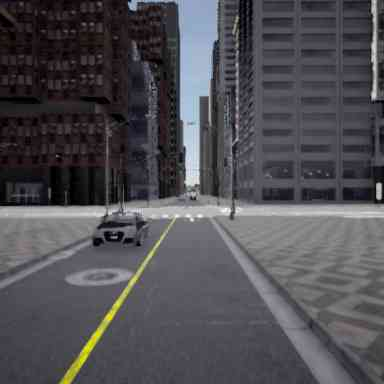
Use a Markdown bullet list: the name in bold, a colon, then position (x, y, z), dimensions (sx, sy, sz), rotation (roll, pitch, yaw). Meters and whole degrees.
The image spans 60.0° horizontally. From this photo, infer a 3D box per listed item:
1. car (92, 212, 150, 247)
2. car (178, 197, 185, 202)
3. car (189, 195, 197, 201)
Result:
- **car**: position (-3.088, 1.612, 15.156), dimensions (1.994, 1.385, 4.181), rotation (0, 0, 0)
- **car**: position (-2.736, 1.892, 85.816), dimensions (1.895, 1.301, 4.718), rotation (0, 0, 0)
- **car**: position (0.287, 1.783, 90.178), dimensions (1.882, 1.535, 5.008), rotation (0, 0, 0)
